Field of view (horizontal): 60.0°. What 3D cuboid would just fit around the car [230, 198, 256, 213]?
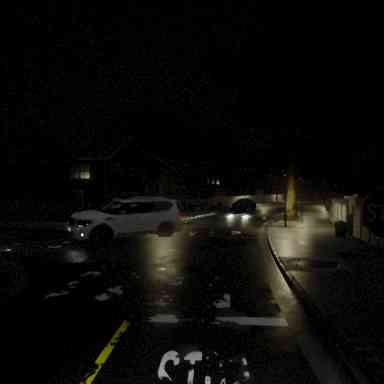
[{"bbox_3d":[5.654,1.468,36.406,1.882,1.535,5.008,0,0,25],"label":"car"}]

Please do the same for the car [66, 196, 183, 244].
[{"bbox_3d":[-3.045,1.283,16.016,5.566,2.045,2.150,0,4,-36],"label":"car"}]
